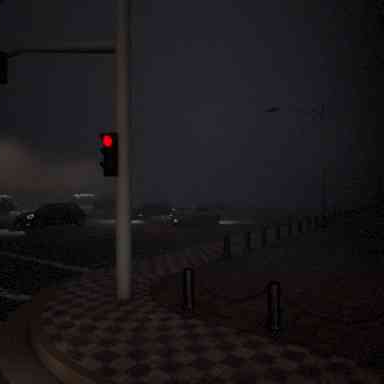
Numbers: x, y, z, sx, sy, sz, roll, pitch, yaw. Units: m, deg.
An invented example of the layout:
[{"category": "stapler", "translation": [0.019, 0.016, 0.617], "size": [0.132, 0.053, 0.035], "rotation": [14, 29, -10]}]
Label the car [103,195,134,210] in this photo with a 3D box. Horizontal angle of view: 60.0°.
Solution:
[{"category": "car", "translation": [-11.689, 1.728, 53.162], "size": [1.970, 1.475, 3.806], "rotation": [0, 0, 36]}]

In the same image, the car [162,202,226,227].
[{"category": "car", "translation": [0.269, 1.675, 24.074], "size": [1.812, 1.442, 4.674], "rotation": [0, 0, 36]}]

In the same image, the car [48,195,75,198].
[{"category": "car", "translation": [-25.355, 1.602, 63.102], "size": [1.932, 1.855, 4.605], "rotation": [0, 0, 36]}]

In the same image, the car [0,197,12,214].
[{"category": "car", "translation": [-25.284, 1.770, 44.414], "size": [1.970, 1.475, 3.806], "rotation": [0, 0, 36]}]

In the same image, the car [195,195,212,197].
[{"category": "car", "translation": [3.138, 1.445, 63.872], "size": [1.932, 1.855, 4.605], "rotation": [0, 0, 36]}]

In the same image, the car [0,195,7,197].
[{"category": "car", "translation": [-29.808, 1.566, 47.681], "size": [1.932, 1.855, 4.605], "rotation": [0, 0, 36]}]

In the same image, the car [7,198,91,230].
[{"category": "car", "translation": [-9.622, 1.552, 22.736], "size": [2.097, 1.767, 4.553], "rotation": [0, 0, 36]}]

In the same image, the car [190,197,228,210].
[{"category": "car", "translation": [2.383, 1.689, 39.161], "size": [2.128, 1.511, 4.902], "rotation": [0, 0, 36]}]

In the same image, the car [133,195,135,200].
[{"category": "car", "translation": [-14.991, 1.603, 77.228], "size": [1.905, 1.878, 3.866], "rotation": [0, 0, 36]}]

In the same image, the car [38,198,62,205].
[{"category": "car", "translation": [-27.649, 1.833, 64.869], "size": [1.784, 1.438, 3.905], "rotation": [0, 0, 36]}]

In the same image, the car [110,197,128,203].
[{"category": "car", "translation": [-17.315, 1.862, 78.952], "size": [1.970, 1.475, 3.806], "rotation": [0, 0, 36]}]

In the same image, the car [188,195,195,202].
[{"category": "car", "translation": [0.839, 1.468, 65.631], "size": [1.905, 1.878, 3.866], "rotation": [0, 0, 36]}]

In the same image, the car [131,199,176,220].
[{"category": "car", "translation": [-3.678, 1.703, 30.877], "size": [1.837, 1.490, 4.892], "rotation": [0, 0, 36]}]
